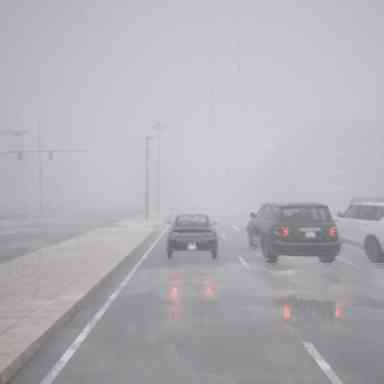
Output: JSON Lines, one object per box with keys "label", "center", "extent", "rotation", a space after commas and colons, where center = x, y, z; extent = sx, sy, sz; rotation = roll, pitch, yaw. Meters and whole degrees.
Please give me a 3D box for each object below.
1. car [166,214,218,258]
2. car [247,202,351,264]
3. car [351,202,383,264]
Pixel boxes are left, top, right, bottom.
{"label": "car", "center": [0.016, 1.642, 13.443], "extent": [2.128, 1.511, 4.902], "rotation": [0, 0, 0]}
{"label": "car", "center": [3.508, 1.364, 12.500], "extent": [2.150, 2.045, 5.566], "rotation": [0, 0, 0]}
{"label": "car", "center": [7.008, 1.364, 12.505], "extent": [2.150, 2.045, 5.566], "rotation": [0, 0, 0]}
